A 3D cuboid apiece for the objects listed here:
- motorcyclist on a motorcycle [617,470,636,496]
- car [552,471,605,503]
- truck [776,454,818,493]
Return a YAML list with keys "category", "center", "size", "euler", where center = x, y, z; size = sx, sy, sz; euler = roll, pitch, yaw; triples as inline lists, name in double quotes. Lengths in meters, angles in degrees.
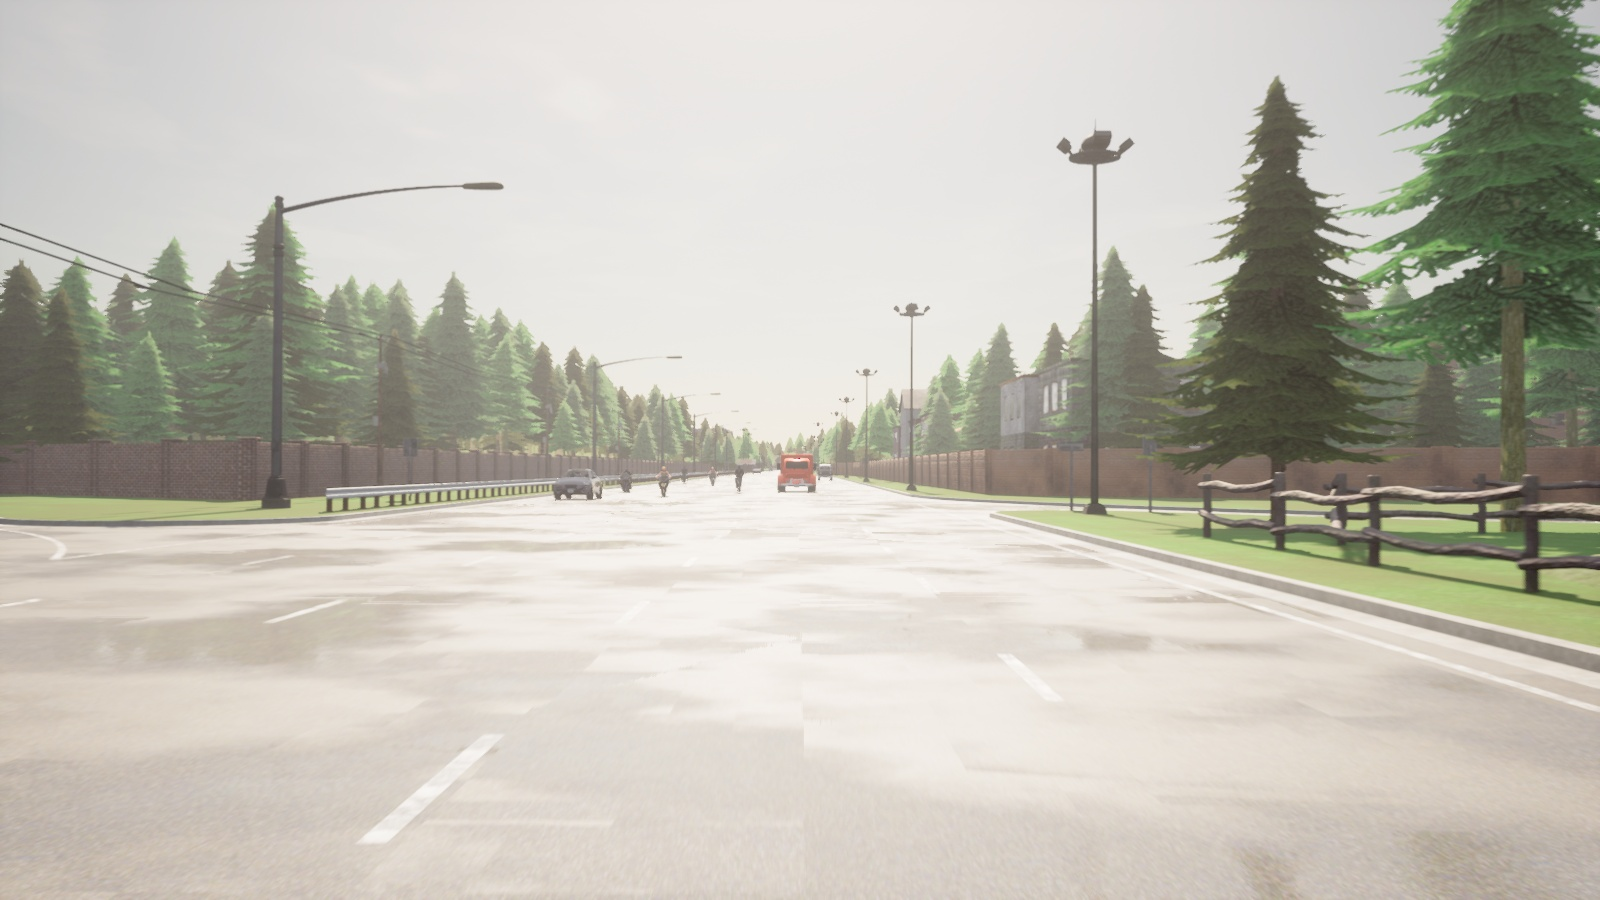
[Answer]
- category: "motorcyclist on a motorcycle"
  center: [-10.685, 2.021, 77.582]
  size: [0.866, 1.530, 2.191]
  euler: [0, -1, 0]
- category: "car"
  center: [-10.644, 1.752, 60.592]
  size: [1.816, 1.474, 4.193]
  euler: [0, -1, 0]
- category: "truck"
  center: [-0.198, 1.526, 82.289]
  size: [2.627, 2.467, 5.204]
  euler: [0, -1, 0]
